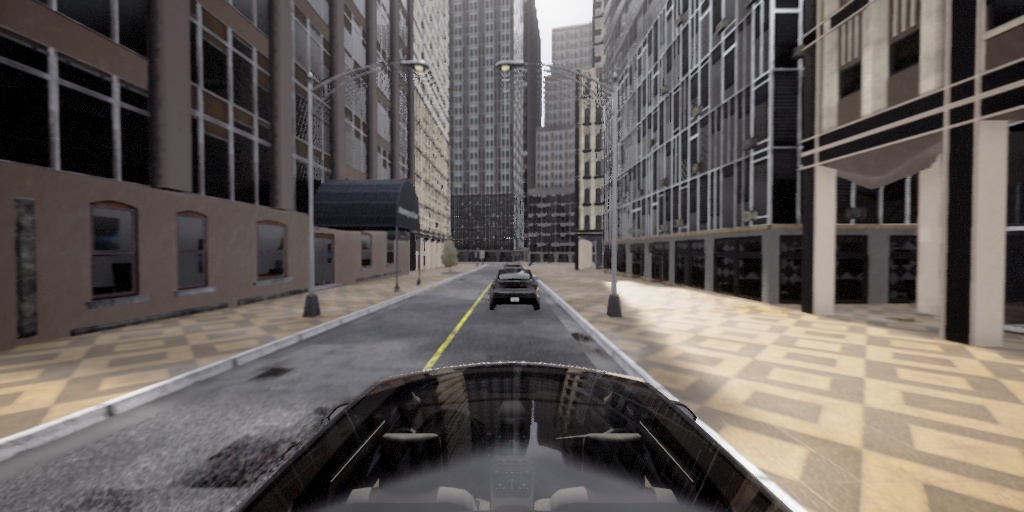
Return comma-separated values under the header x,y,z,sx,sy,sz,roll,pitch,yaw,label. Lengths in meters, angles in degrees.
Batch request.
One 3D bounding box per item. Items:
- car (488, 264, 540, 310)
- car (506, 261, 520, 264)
x,y,z,sx,sy,sz,roll,pitch,yaw,label
0.097,1.249,14.693,1.837,1.490,4.892,0,0,0,car
0.093,1.234,34.862,2.128,1.511,4.902,0,0,0,car
